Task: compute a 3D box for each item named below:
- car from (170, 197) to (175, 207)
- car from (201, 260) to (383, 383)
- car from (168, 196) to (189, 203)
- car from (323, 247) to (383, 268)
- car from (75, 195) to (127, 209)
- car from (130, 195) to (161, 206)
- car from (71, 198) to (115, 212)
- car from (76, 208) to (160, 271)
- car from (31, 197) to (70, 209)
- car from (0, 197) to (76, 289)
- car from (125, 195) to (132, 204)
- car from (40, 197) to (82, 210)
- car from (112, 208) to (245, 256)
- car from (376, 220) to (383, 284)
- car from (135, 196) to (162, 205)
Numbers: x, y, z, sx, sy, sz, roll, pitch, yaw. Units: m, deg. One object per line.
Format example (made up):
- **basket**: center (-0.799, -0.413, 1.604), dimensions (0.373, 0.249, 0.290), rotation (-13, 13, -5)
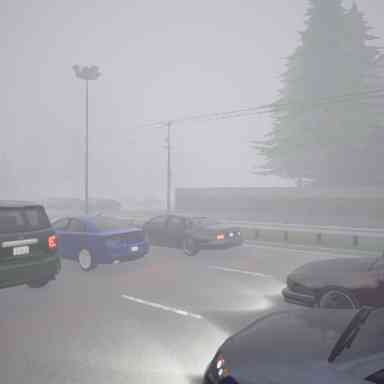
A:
- **car**: center (-0.976, 1.222, 49.906), dimensions (2.150, 2.045, 5.566), rotation (0, 0, 37)
- **car**: center (2.104, 1.564, 2.442), dimensions (4.181, 1.385, 1.994), rotation (0, 0, 37)
- **car**: center (-2.767, 1.527, 70.618), dimensions (1.812, 1.442, 4.674), rotation (0, 0, 37)
- **car**: center (4.252, 1.547, 5.210), dimensions (5.357, 1.411, 2.033), rotation (0, 0, 37)
- **car**: center (-10.231, 1.479, 37.662), dimensions (1.882, 1.535, 5.008), rotation (0, 0, 37)
- **car**: center (-7.199, 1.603, 53.290), dimensions (1.895, 1.301, 4.718), rotation (0, 0, 37)
- **car**: center (-12.148, 1.493, 40.933), dimensions (2.128, 1.511, 4.902), rotation (0, 0, 37)
- **car**: center (-3.623, 1.478, 11.046), dimensions (5.008, 1.535, 1.882), rotation (0, 0, 37)
- **car**: center (-20.218, 1.507, 47.667), dimensions (1.837, 1.490, 4.892), rotation (0, 0, 37)
- **car**: center (-5.438, 1.222, 8.031), dimensions (5.566, 2.045, 2.150), rotation (0, 0, 37)
- **car**: center (-11.910, 1.355, 58.651), dimensions (2.097, 1.767, 4.553), rotation (0, 0, 37)
- **car**: center (-17.684, 1.493, 45.217), dimensions (2.128, 1.511, 4.902), rotation (0, 0, 37)
- **car**: center (-0.628, 1.548, 13.175), dimensions (5.357, 1.411, 2.033), rotation (0, 0, 37)
- **car**: center (6.963, 1.526, 7.554), dimensions (4.674, 1.442, 1.812), rotation (0, 0, 37)
- **car**: center (-7.606, 1.528, 58.544), dimensions (1.812, 1.442, 4.674), rotation (0, 0, 37)
